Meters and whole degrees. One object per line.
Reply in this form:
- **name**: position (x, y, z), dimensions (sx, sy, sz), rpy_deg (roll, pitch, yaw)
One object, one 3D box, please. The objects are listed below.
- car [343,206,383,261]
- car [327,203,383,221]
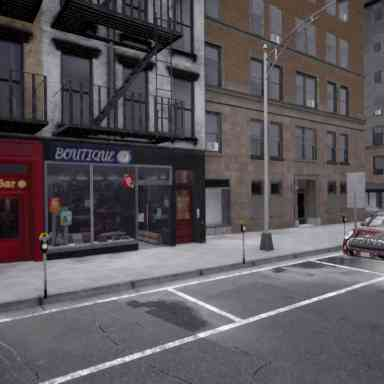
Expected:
- **car**: position (7.051, 1.441, 11.606), dimensions (4.097, 1.590, 1.967), rpy_deg (0, -1, -36)
- **car**: position (14.863, 1.736, 30.394), dimensions (1.994, 1.385, 4.181), rpy_deg (-1, 0, -35)
